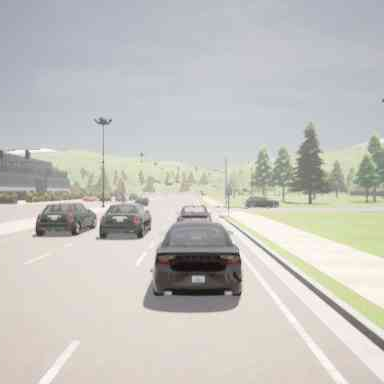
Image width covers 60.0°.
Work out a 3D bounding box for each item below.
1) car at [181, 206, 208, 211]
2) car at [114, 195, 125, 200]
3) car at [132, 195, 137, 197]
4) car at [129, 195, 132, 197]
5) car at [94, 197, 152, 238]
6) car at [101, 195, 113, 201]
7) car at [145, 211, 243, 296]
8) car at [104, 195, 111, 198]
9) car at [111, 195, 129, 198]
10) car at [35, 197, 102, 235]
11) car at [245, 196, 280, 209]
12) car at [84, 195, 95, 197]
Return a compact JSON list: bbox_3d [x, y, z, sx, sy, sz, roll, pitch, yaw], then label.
[{"bbox_3d":[0.111,1.492,18.102,2.128,1.511,4.902,0,0,0],"label":"car"},{"bbox_3d":[-19.567,1.556,90.268,1.994,1.385,4.181,0,0,0],"label":"car"},{"bbox_3d":[-7.903,1.494,53.953,2.128,1.511,4.902,0,0,-1],"label":"car"},{"bbox_3d":[-16.067,1.503,90.274,1.837,1.490,4.892,0,0,0],"label":"car"},{"bbox_3d":[-3.399,1.353,17.761,2.097,1.767,4.553,0,0,0],"label":"car"},{"bbox_3d":[-23.067,1.528,90.254,2.128,1.511,4.902,0,0,0],"label":"car"},{"bbox_3d":[0.120,1.478,8.684,1.882,1.535,5.008,0,0,0],"label":"car"},{"bbox_3d":[-19.604,1.598,74.684,1.895,1.301,4.718,0,0,0],"label":"car"},{"bbox_3d":[-16.104,1.527,74.726,1.812,1.442,4.674,0,0,0],"label":"car"},{"bbox_3d":[-6.903,1.353,18.743,2.097,1.767,4.553,0,0,0],"label":"car"},{"bbox_3d":[9.644,1.354,45.538,4.553,1.767,2.097,0,0,-2],"label":"car"},{"bbox_3d":[-23.104,1.358,74.721,2.097,1.767,4.553,0,0,0],"label":"car"}]
